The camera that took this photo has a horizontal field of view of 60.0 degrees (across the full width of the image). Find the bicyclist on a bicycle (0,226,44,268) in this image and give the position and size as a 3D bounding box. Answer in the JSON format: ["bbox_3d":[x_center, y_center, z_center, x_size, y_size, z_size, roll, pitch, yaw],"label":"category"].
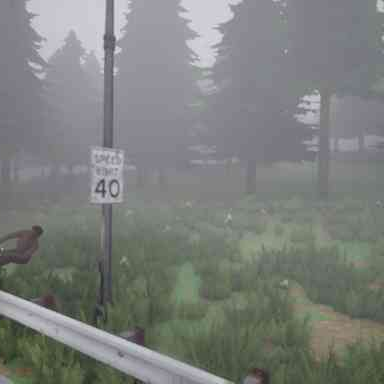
[{"bbox_3d":[-3.258,1.144,5.671,1.620,0.582,1.656,-35,-16,-17],"label":"bicyclist on a bicycle"}]
